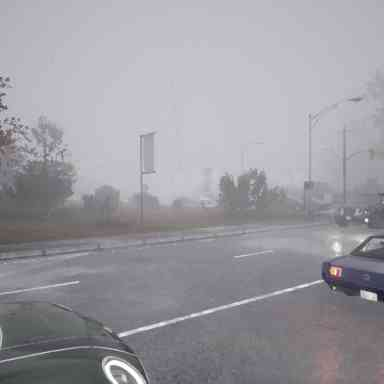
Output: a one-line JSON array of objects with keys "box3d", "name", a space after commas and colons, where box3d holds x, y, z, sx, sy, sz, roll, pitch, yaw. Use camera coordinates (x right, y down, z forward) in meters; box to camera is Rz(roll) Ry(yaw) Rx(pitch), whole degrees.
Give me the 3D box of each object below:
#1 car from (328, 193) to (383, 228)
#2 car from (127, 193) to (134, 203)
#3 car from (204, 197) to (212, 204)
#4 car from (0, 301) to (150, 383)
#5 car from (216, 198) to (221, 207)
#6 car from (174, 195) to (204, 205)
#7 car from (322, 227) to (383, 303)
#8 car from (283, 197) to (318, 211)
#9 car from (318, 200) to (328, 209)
[{"box3d": [11.120, 1.089, 20.487, 5.566, 2.045, 2.150, -1, 0, -35], "name": "car"}, {"box3d": [-10.380, 1.119, 63.708, 2.150, 2.045, 5.566, -1, 0, -38], "name": "car"}, {"box3d": [1.291, 1.291, 54.561, 1.812, 1.442, 4.674, -1, 0, -38], "name": "car"}, {"box3d": [-2.462, 1.352, 1.967, 4.553, 1.767, 2.097, 0, 0, -36], "name": "car"}, {"box3d": [5.259, 1.142, 43.984, 2.097, 1.767, 4.553, -1, 0, -39], "name": "car"}, {"box3d": [-0.956, 1.286, 51.767, 2.128, 1.511, 4.902, -1, 0, -38], "name": "car"}, {"box3d": [5.010, 1.573, 7.305, 4.718, 1.301, 1.895, 0, 0, -35], "name": "car"}, {"box3d": [10.962, 1.291, 36.856, 1.837, 1.490, 4.892, -1, 0, -39], "name": "car"}, {"box3d": [13.595, 1.303, 39.167, 2.033, 1.411, 5.357, -1, 0, -39], "name": "car"}]
